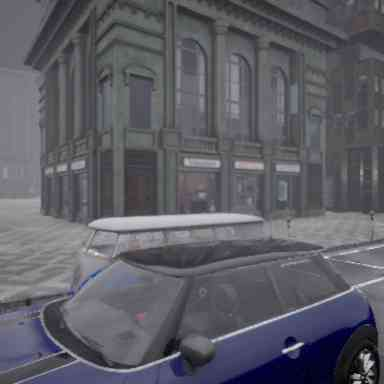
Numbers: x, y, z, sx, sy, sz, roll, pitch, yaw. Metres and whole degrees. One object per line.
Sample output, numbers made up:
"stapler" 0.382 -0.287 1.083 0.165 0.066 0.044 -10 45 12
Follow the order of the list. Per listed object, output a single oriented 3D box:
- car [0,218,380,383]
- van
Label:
"car" -0.179 1.351 3.251 4.553 1.767 2.097 0 0 -36
"van" -0.246 1.340 6.477 3.998 1.788 1.690 0 0 -36
